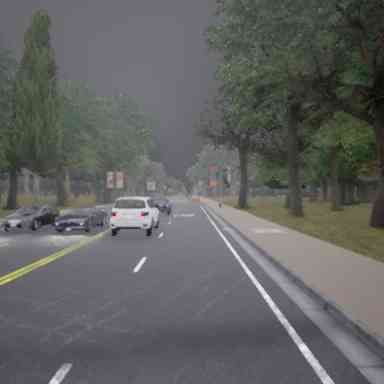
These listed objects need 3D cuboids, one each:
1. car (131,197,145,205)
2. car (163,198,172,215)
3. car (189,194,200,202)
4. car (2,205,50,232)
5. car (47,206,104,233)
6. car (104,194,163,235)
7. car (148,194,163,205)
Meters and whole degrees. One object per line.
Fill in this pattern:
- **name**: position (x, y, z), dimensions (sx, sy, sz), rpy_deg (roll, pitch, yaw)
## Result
- **car**: position (-10.001, 1.657, 61.948), dimensions (1.994, 1.385, 4.181), rpy_deg (0, 0, 0)
- **car**: position (-3.238, 1.445, 35.728), dimensions (2.097, 1.767, 4.553), rpy_deg (0, 0, 0)
- **car**: position (0.789, 1.564, 78.300), dimensions (1.882, 1.535, 5.008), rpy_deg (0, 0, 0)
- **car**: position (-9.887, 1.566, 20.849), dimensions (2.128, 1.511, 4.902), rpy_deg (0, 0, 0)
- **car**: position (-6.637, 1.621, 20.501), dimensions (2.033, 1.411, 5.357), rpy_deg (0, 0, 0)
- **car**: position (-3.183, 1.293, 19.362), dimensions (2.150, 2.045, 5.566), rpy_deg (0, 0, 0)
- **car**: position (-6.748, 1.315, 61.588), dimensions (2.150, 2.045, 5.566), rpy_deg (0, 0, 0)
